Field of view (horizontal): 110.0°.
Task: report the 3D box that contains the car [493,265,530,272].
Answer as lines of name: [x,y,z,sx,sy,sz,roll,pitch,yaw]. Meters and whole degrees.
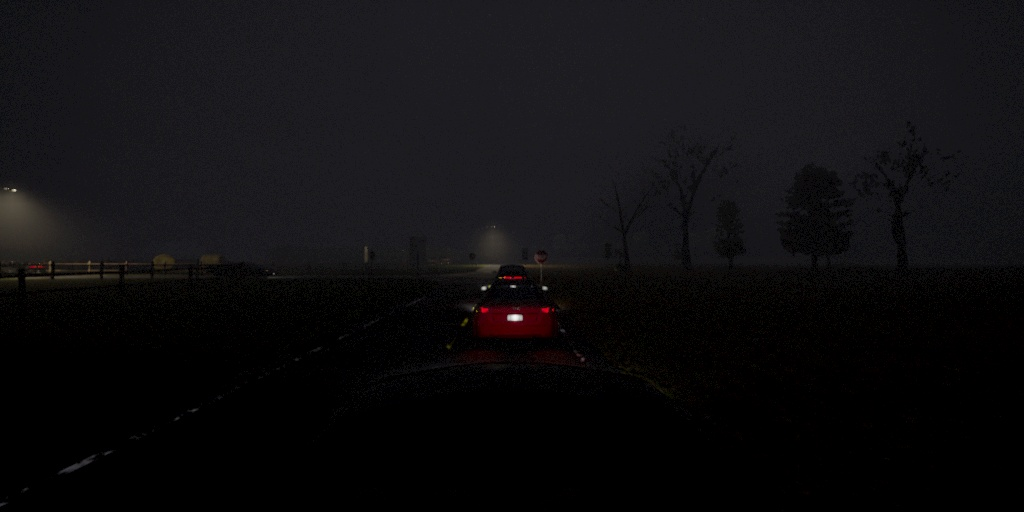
car: [-0.011,1.232,19.761,1.837,1.490,4.892,0,0,-2]

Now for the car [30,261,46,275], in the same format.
car: [-47.166,1.185,33.698,4.892,1.490,1.837,0,-1,-4]

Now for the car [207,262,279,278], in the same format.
car: [-24.066,1.214,32.136,5.357,1.411,2.033,0,-1,-2]

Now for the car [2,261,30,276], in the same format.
car: [-45.434,1.201,30.963,4.181,1.385,1.994,0,-1,-4]

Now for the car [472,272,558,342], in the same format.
car: [0.068,1.304,9.760,1.994,1.385,4.181,0,0,0]
